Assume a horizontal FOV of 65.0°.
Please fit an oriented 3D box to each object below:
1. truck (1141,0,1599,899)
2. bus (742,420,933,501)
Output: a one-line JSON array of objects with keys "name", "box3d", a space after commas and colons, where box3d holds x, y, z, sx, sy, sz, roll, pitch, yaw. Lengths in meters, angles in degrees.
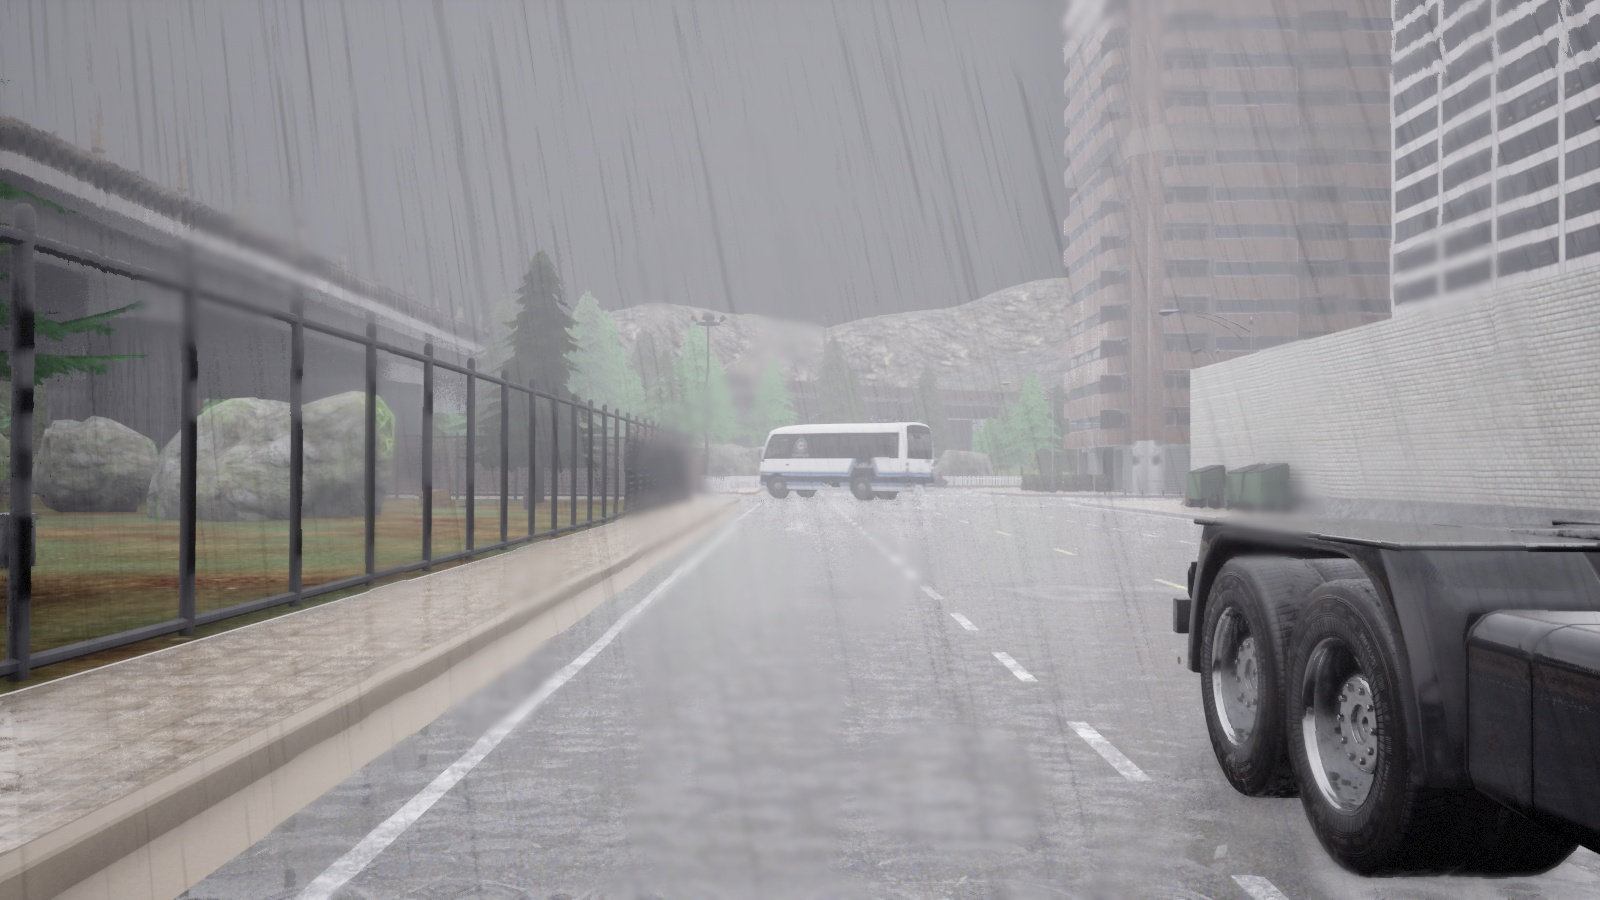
[{"name": "truck", "box3d": [3.487, -0.123, 3.466, 2.891, 3.462, 7.936, 0, -1, 0]}, {"name": "bus", "box3d": [2.022, 0.650, 70.905, 10.273, 4.253, 3.944, -1, -1, 35]}]
